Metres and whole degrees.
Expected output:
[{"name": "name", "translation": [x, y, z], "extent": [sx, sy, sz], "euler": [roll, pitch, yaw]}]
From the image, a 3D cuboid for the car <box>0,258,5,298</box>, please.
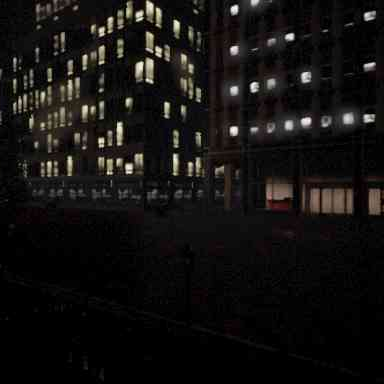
[{"name": "car", "translation": [-5.639, 1.537, 6.890], "extent": [4.507, 1.381, 1.887], "euler": [0, 0, 36]}]
